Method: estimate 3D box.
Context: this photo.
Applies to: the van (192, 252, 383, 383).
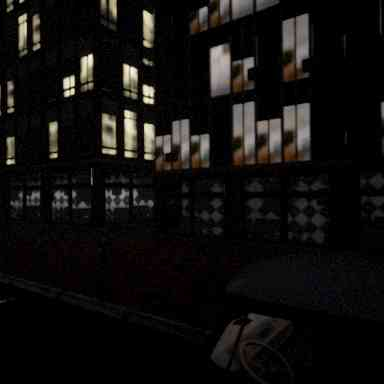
[{"bbox_3d":[1.796,1.336,1.598,3.998,1.788,1.690,-1,-1,35],"label":"van"}]
